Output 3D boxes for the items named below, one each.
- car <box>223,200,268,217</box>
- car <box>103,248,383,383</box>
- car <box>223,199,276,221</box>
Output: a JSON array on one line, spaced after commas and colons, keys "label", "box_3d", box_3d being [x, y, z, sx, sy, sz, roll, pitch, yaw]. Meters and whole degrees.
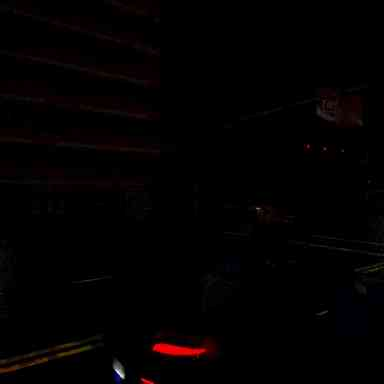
[{"label": "car", "box_3d": [5.145, 1.564, 32.466, 1.994, 1.385, 4.181, 0, 0, -36]}, {"label": "car", "box_3d": [1.162, 1.526, 4.570, 4.674, 1.442, 1.812, 0, 0, -36]}, {"label": "car", "box_3d": [4.613, 1.353, 27.214, 2.097, 1.767, 4.553, 0, 0, -36]}]
